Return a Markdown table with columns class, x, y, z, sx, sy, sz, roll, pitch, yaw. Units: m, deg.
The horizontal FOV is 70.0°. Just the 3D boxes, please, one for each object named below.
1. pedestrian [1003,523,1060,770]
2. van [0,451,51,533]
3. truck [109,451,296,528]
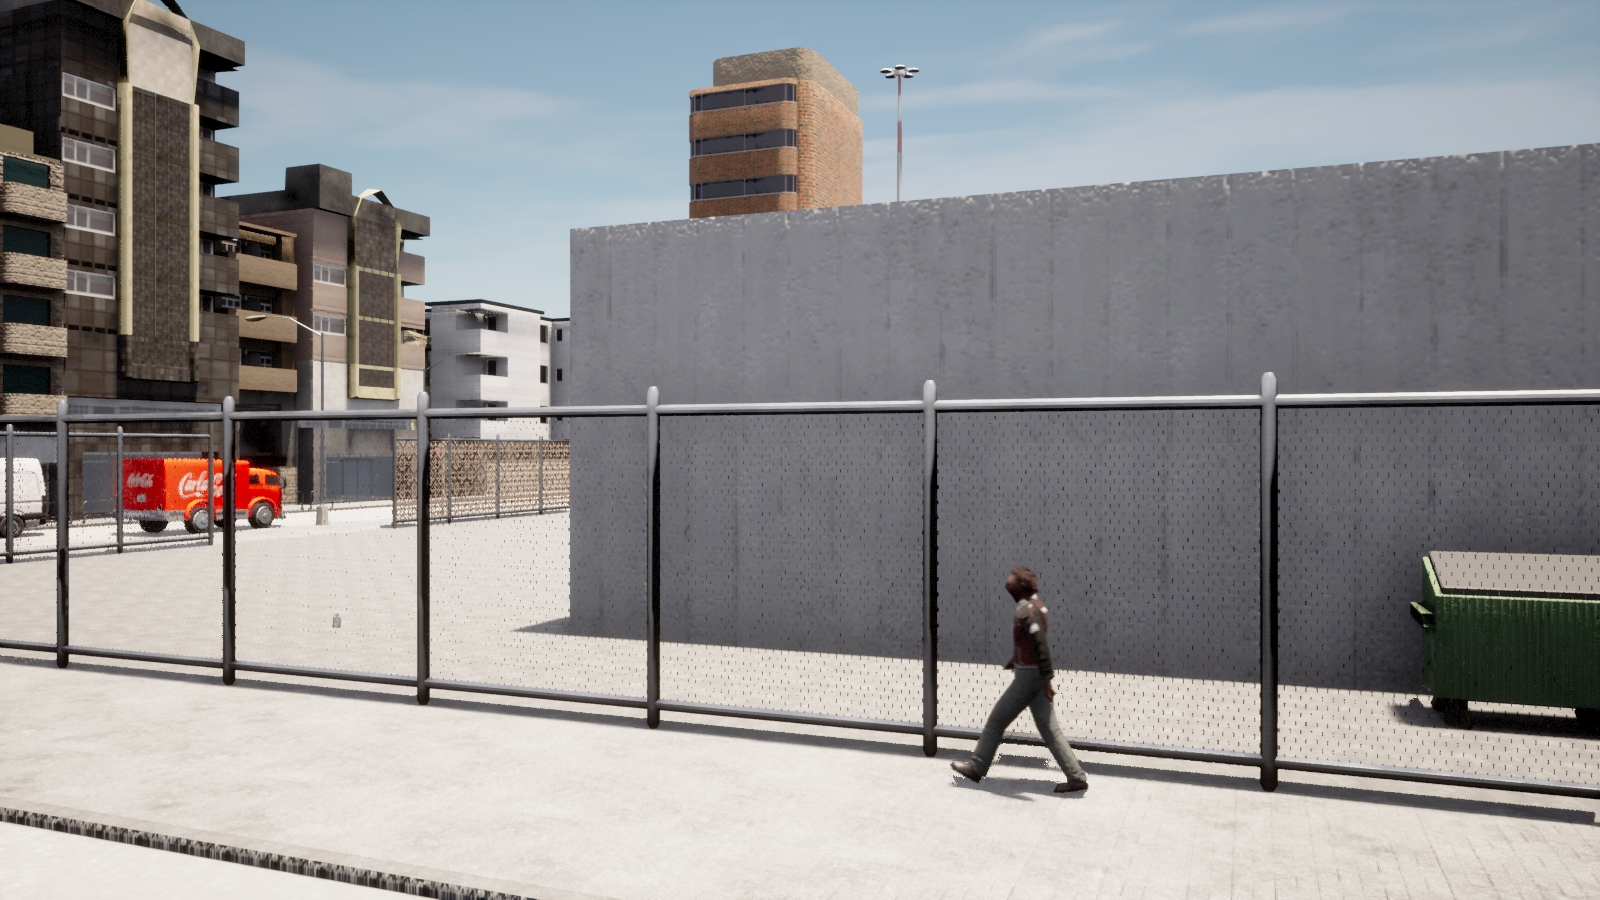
| class | x | y | z | sx | sy | sz | roll | pitch | yaw |
| --- | --- | --- | --- | --- | --- | --- | --- | --- | --- |
| pedestrian | 1.829 | 1.524 | 9.012 | 0.375 | 1.860 | 0.375 | 0 | 0 | 24 |
| van | -26.517 | 1.314 | 35.024 | 1.988 | 2.561 | 5.915 | 0 | 0 | 21 |
| truck | -20.494 | 1.331 | 39.506 | 2.627 | 2.467 | 5.204 | 0 | -1 | 23 |
